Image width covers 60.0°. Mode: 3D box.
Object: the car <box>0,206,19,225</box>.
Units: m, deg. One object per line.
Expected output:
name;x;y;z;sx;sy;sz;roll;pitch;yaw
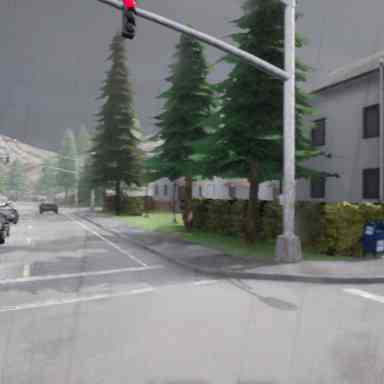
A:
car;-14.452;1.754;25.580;1.994;1.385;4.181;1;0;-25

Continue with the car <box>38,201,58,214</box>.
car;-16.803;1.781;38.876;1.837;1.490;4.892;1;0;-27

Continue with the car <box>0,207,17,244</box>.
car;-10.188;1.699;16.626;2.033;1.411;5.357;1;0;-26
